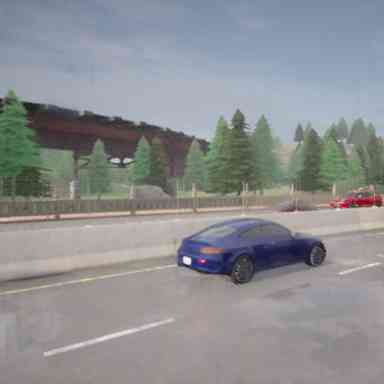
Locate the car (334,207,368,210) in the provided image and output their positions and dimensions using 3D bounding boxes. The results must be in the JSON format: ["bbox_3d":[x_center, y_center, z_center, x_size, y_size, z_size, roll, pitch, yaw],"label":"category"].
[{"bbox_3d":[16.790,0.891,33.893,5.566,2.045,2.150,0,0,-22],"label":"car"}]

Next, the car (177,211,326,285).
[{"bbox_3d":[1.770,1.458,9.304,4.674,1.442,1.812,-1,0,-35],"label":"car"}]
